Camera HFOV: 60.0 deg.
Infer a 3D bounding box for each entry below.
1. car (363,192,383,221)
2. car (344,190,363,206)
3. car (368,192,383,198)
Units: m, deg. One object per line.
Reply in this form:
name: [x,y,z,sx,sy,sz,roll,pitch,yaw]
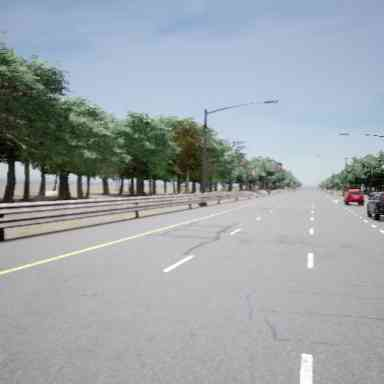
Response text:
car: [14.677,1.023,24.967,2.150,2.045,5.566,2,1,20]
car: [22.367,0.776,45.957,2.150,2.045,5.566,2,1,20]
car: [45.812,0.817,82.773,4.674,1.442,1.812,0,2,-42]
